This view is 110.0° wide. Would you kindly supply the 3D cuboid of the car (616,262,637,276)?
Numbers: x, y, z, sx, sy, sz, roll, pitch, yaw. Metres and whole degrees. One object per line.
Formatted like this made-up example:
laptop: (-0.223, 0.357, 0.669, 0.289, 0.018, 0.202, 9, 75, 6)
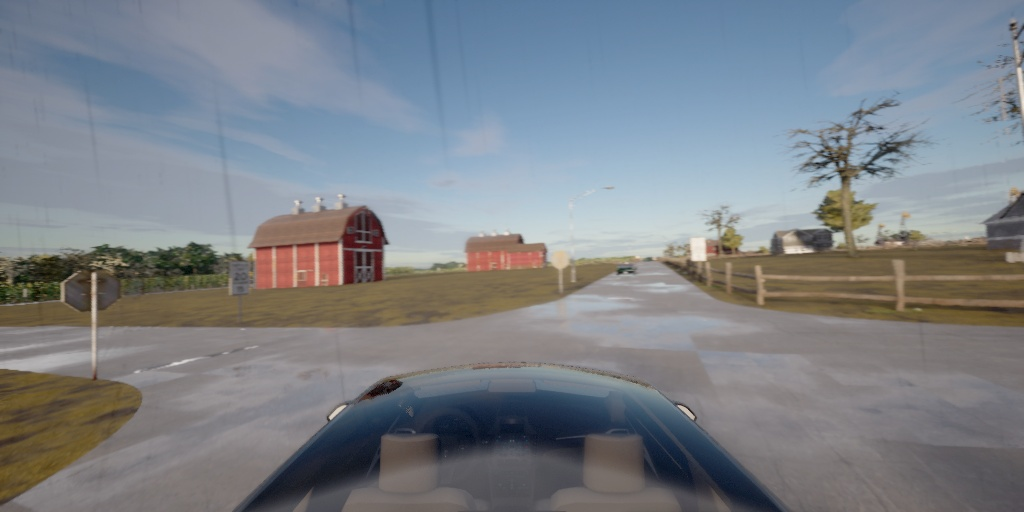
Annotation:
car: (11.602, 1.277, 36.272, 1.895, 1.301, 4.718, -3, -1, 21)
